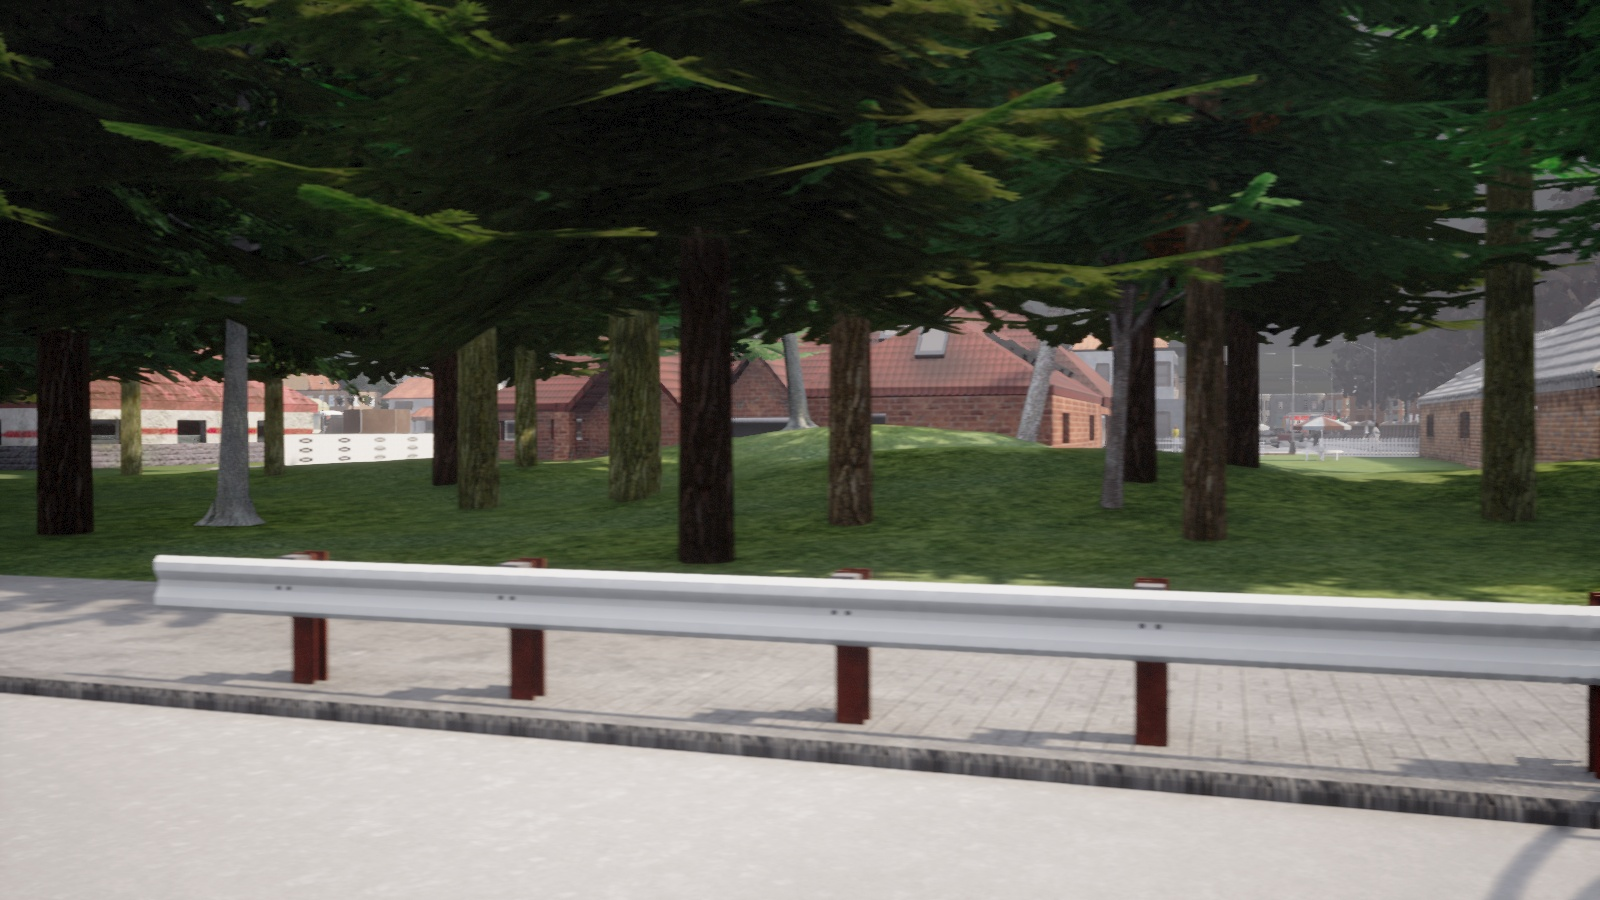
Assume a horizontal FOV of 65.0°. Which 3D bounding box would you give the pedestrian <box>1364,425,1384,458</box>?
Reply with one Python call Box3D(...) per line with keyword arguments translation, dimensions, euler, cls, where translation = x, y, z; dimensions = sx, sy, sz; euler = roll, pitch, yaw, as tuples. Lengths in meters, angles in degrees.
Box3D(translation=(32.250, -0.477, 70.540), dimensions=(0.900, 1.855, 0.874), euler=(0, 1, 17), cls="pedestrian")
